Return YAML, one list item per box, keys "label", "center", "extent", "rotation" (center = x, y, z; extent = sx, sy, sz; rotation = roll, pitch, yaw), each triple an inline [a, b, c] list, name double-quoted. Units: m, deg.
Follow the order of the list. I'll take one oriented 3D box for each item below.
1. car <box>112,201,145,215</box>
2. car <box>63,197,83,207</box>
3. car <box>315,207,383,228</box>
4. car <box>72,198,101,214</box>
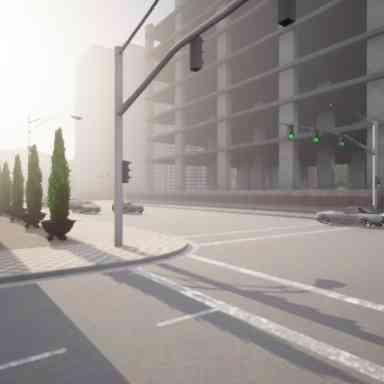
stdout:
- label: "car"
  center: [-6.839, 1.661, 35.395]
  extent: [1.895, 1.301, 4.718]
  rotation: [0, 0, -35]
- label: "car"
  center: [-19.025, 1.577, 52.933]
  extent: [1.837, 1.490, 4.892]
  rotation: [0, 0, -35]
- label: "car"
  center: [10.858, 1.654, 22.529]
  extent: [1.895, 1.301, 4.718]
  rotation: [0, -1, -35]
- label: "car"
  center: [-11.546, 1.606, 36.013]
  extent: [2.033, 1.411, 5.357]
  rotation: [0, 0, -35]
